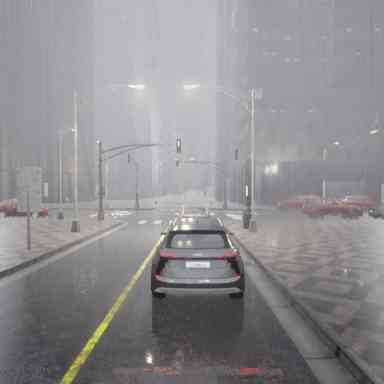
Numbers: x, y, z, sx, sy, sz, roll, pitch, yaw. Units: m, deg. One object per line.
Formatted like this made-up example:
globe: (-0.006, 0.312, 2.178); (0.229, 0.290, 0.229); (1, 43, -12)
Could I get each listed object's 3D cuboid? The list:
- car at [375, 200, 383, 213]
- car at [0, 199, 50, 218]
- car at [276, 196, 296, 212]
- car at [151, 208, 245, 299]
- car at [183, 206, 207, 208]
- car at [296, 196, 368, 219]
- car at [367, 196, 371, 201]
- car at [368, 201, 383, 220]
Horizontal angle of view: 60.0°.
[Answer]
car: (23.502, 1.634, 37.763); (4.313, 1.339, 1.947); (0, 1, 0)
car: (-14.834, 1.566, 29.236); (4.507, 1.381, 1.887); (0, 1, 0)
car: (12.217, 1.325, 37.759); (5.009, 1.841, 2.192); (0, 1, 0)
car: (0.133, 1.428, 8.475); (2.033, 1.649, 4.856); (0, 0, 1)
car: (0.147, 1.507, 17.562); (1.837, 1.490, 4.892); (0, 0, 0)
car: (12.207, 1.463, 29.235); (5.009, 1.841, 2.192); (0, 1, 0)
car: (17.860, 1.353, 37.760); (5.009, 1.841, 2.192); (0, 1, 0)
car: (17.850, 1.742, 29.239); (4.313, 1.339, 1.947); (0, 1, 0)
